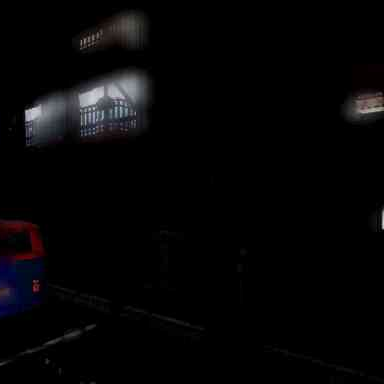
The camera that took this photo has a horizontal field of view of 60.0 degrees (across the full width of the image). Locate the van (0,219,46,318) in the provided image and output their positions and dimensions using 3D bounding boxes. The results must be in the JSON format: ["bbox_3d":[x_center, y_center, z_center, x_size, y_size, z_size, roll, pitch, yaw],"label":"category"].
[{"bbox_3d":[-4.432,1.340,6.210,3.998,1.788,1.690,0,-1,36],"label":"van"}]
